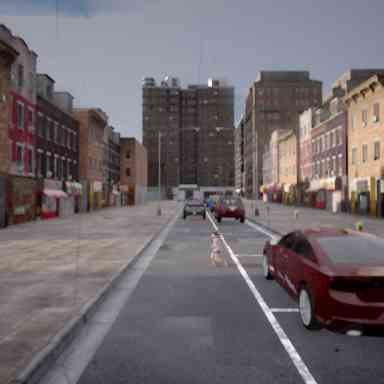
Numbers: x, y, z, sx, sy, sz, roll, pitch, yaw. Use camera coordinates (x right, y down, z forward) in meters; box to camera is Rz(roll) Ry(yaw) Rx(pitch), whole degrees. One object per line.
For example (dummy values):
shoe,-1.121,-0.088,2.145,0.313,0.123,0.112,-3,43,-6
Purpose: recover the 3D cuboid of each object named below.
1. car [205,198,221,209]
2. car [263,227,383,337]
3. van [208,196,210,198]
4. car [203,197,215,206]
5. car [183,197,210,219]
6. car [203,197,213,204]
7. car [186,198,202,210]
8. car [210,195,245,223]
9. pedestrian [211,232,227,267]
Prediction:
car,2.911,1.541,46.962,1.887,1.381,4.507,1,0,0
car,2.786,1.462,6.866,1.882,1.535,5.008,0,0,0
van,2.885,1.325,41.524,1.690,1.788,3.998,1,0,0
car,2.970,1.611,57.838,1.802,1.307,4.206,1,0,0
car,0.223,1.460,28.818,2.128,1.511,4.902,0,0,1
car,3.000,1.629,63.277,1.802,1.307,4.206,1,0,0
car,0.286,1.536,43.748,2.033,1.411,5.357,0,0,1
car,2.797,1.283,25.210,2.192,1.841,5.009,1,0,0
pedestrian,0.736,1.653,9.895,0.500,1.100,0.500,1,-1,0
